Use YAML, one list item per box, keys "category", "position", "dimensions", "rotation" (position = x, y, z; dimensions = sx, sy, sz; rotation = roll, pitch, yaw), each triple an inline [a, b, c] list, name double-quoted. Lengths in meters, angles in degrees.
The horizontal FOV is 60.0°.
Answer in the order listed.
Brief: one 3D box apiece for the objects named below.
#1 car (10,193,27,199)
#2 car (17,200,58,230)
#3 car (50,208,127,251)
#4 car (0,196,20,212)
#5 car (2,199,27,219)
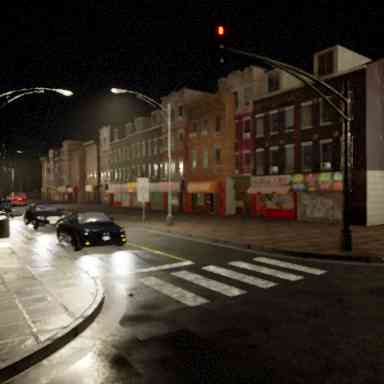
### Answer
- category: "car"
  position: [-26.581, 1.195, 50.515]
  dimensions: [2.150, 2.045, 5.566]
  rotation: [-1, 0, -35]
- category: "car"
  position: [-9.493, 1.480, 21.392]
  dimensions: [2.128, 1.511, 4.902]
  rotation: [-1, 0, -35]
- category: "car"
  position: [-4.380, 1.560, 14.201]
  dimensions: [1.994, 1.385, 4.181]
  rotation: [-1, 0, -35]
- category: "car"
  position: [-21.240, 1.515, 37.999]
  dimensions: [1.812, 1.442, 4.674]
  rotation: [-1, 0, -35]
- category: "car"
  position: [-15.325, 1.587, 29.607]
  dimensions: [1.895, 1.301, 4.718]
  rotation: [-1, 0, -35]
